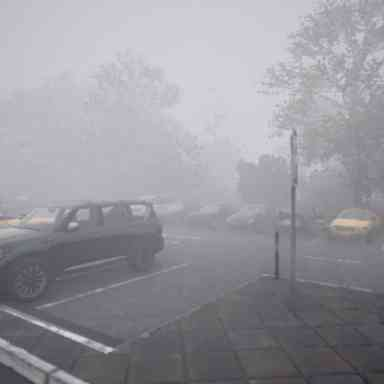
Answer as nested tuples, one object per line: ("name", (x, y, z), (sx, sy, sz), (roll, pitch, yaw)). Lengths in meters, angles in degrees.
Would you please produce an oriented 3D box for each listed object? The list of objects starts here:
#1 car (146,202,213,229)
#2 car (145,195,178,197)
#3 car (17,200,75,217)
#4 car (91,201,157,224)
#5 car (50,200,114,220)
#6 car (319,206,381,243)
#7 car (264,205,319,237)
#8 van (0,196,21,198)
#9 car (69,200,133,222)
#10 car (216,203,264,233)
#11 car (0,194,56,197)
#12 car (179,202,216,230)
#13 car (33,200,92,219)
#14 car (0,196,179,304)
("car", (-0.730, 1.512, 23.197), (2.097, 1.535, 5.008), (0, 0, 35))
("car", (-3.012, 1.267, 24.778), (2.435, 2.045, 5.566), (0, 0, 35))
("car", (-14.293, 1.550, 32.872), (2.163, 1.488, 4.792), (0, 0, 35))
("car", (-5.259, 1.525, 26.404), (2.231, 1.521, 4.892), (0, 0, 35))
("car", (-9.676, 1.525, 29.779), (1.946, 1.575, 5.366), (0, 0, 35))
("car", (8.206, 1.487, 16.606), (1.946, 1.575, 5.366), (0, 0, 35))
("car", (6.069, 1.525, 18.390), (2.163, 1.488, 4.792), (0, 0, 35))
("van", (-9.867, 1.291, 13.782), (1.878, 1.987, 4.442), (0, 0, 35))
("car", (-7.523, 1.527, 28.015), (2.097, 1.535, 5.008), (0, 0, 35))
("car", (3.795, 1.502, 19.980), (2.231, 1.521, 4.892), (0, 0, 35))
("car", (-16.587, 1.260, 34.433), (2.435, 2.045, 5.566), (0, 0, 35))
("car", (1.532, 1.506, 21.588), (2.097, 1.535, 5.008), (0, 0, 35))
("car", (-12.059, 1.558, 31.212), (2.163, 1.488, 4.792), (0, 0, 35))
("car", (-3.098, 1.248, 8.789), (2.435, 2.045, 5.566), (0, 0, 35))
